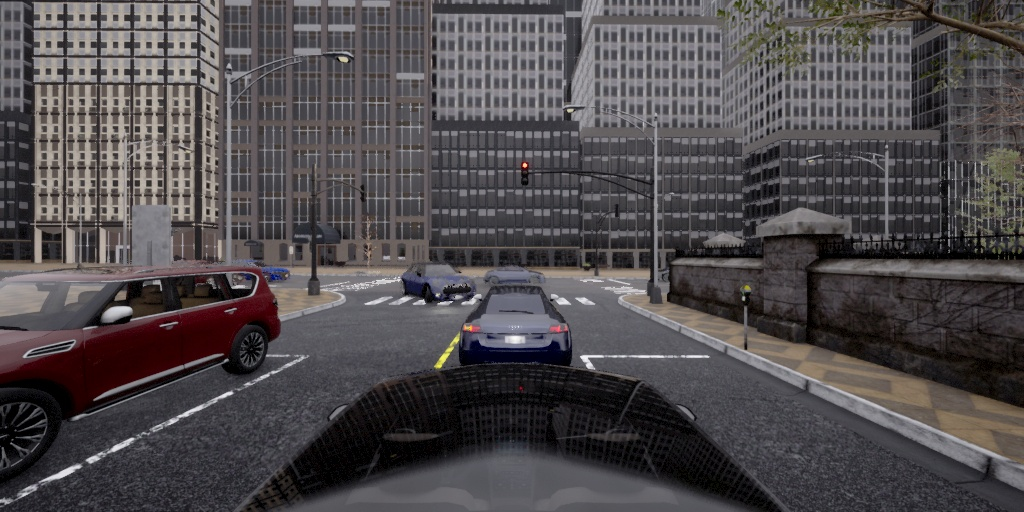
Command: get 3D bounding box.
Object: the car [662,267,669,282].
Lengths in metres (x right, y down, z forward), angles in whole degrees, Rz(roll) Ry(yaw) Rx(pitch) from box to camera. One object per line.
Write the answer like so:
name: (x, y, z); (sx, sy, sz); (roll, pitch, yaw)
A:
car: (14.510, 1.510, 28.119); (4.181, 1.385, 1.994); (1, 0, -1)

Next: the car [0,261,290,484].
car: (-5.364, 1.065, 4.749); (2.192, 1.841, 5.009); (0, 0, 0)

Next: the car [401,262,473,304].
car: (-3.471, 1.079, 16.496); (2.097, 1.767, 4.553); (-1, 1, -35)

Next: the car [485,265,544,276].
car: (0.191, 1.327, 24.501); (4.181, 1.385, 1.994); (1, 0, -1)

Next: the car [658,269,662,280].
car: (14.327, 1.515, 31.368); (4.181, 1.385, 1.994); (1, 0, -1)

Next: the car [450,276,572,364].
car: (0.088, 1.314, 7.767); (1.994, 1.385, 4.181); (0, 0, 1)

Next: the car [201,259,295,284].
car: (-17.777, 1.020, 24.309); (5.008, 1.535, 1.882); (1, 0, 0)
